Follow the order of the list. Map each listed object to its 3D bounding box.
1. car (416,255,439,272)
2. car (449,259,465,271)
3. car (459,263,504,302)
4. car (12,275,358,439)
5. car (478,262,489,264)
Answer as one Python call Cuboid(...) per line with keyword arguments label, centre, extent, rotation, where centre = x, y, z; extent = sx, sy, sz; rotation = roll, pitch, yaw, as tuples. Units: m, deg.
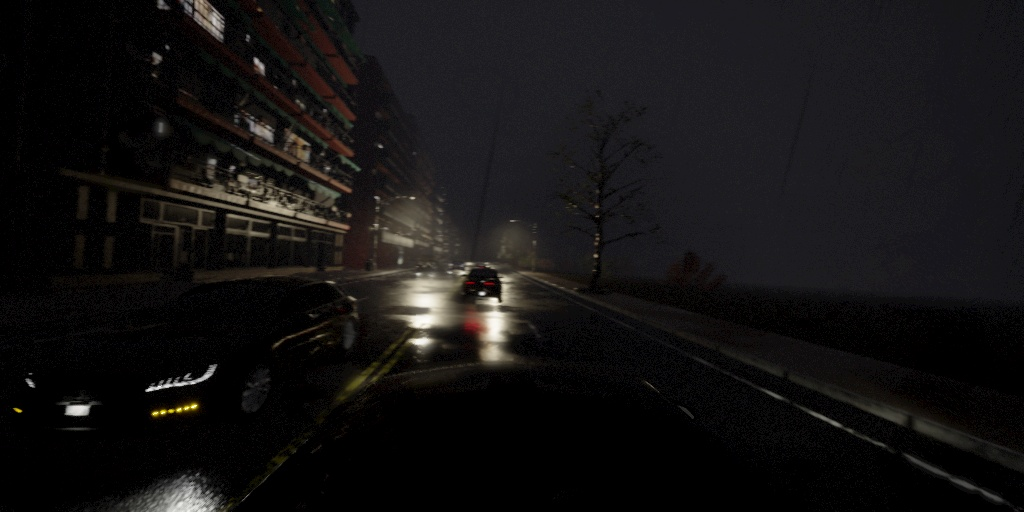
Cuboid(label="car", centre=(-10.331, 0.882, 44.535), extent=(2.150, 2.045, 5.566), rotation=(3, -1, -4))
Cuboid(label="car", centre=(-7.446, 1.208, 49.136), extent=(2.097, 1.767, 4.553), rotation=(3, -1, -4))
Cuboid(label="car", centre=(-1.458, 1.348, 17.754), extent=(1.837, 1.490, 4.892), rotation=(3, 0, -5))
Cuboid(label="car", centre=(-3.913, 1.090, 5.499), extent=(1.837, 1.490, 4.892), rotation=(3, -1, -5))
Cuboid(label="car", centre=(-3.238, 1.468, 39.508), extent=(2.128, 1.511, 4.902), rotation=(3, -1, -5))
